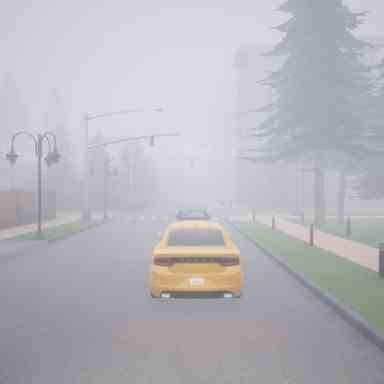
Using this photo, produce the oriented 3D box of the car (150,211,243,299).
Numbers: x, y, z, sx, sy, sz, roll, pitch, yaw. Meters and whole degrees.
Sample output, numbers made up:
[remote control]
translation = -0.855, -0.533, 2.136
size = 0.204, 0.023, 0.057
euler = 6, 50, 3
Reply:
[car]
translation = 0.084, 1.478, 8.529
size = 1.882, 1.535, 5.008
euler = 0, 0, 0
